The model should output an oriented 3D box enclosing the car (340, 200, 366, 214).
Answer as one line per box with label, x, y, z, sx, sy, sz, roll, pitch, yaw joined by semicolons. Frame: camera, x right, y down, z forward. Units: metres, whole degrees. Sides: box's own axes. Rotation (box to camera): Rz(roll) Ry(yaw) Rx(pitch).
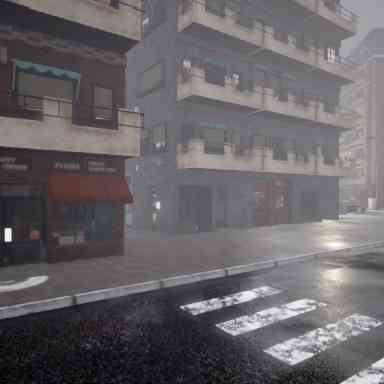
car;17.983;1.677;37.839;2.128;1.511;4.902;0;0;4
